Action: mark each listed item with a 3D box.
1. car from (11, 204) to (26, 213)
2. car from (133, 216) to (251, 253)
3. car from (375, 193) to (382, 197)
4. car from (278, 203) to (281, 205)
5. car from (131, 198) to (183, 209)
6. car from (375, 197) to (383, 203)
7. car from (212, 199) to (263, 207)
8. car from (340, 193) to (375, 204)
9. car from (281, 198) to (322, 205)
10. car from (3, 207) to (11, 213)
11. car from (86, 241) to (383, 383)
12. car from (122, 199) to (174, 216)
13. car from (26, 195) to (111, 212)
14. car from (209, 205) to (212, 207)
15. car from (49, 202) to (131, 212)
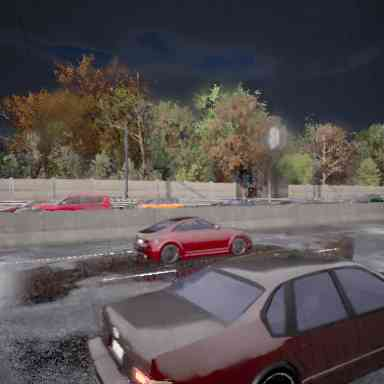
[{"bbox_3d":[-11.034,1.492,25.754,4.902,1.511,2.128,0,0,-30],"label":"car"},{"bbox_3d":[0.065,1.564,11.734,4.181,1.385,1.994,0,0,-30],"label":"car"},{"bbox_3d":[27.732,1.239,52.373,5.566,2.045,2.150,0,0,-30],"label":"car"},{"bbox_3d":[13.923,1.550,44.345,5.357,1.411,2.033,0,0,-30],"label":"car"},{"bbox_3d":[-3.041,1.352,30.411,4.553,1.767,2.097,0,0,-30],"label":"car"},{"bbox_3d":[26.634,1.610,43.649,4.718,1.301,1.895,0,0,-30],"label":"car"},{"bbox_3d":[5.159,1.548,35.190,5.357,1.411,2.033,0,0,-30],"label":"car"},{"bbox_3d":[22.100,1.358,45.059,4.553,1.767,2.097,0,0,-30],"label":"car"},{"bbox_3d":[13.572,1.493,40.091,4.902,1.511,2.128,0,0,-30],"label":"car"},{"bbox_3d":[-13.344,1.478,28.461,5.008,1.535,1.882,0,0,-30],"label":"car"},{"bbox_3d":[1.454,1.547,4.442,5.357,1.411,2.033,0,0,-30],"label":"car"},{"bbox_3d":[-4.445,1.505,33.642,4.892,1.490,1.837,0,0,-30],"label":"car"},{"bbox_3d":[-8.286,1.221,23.303,5.566,2.045,2.150,0,0,-30],"label":"car"},{"bbox_3d":[4.589,1.548,38.910,5.357,1.411,2.033,0,0,-30],"label":"car"},{"bbox_3d":[-6.254,1.564,20.440,4.181,1.385,1.994,0,0,-30],"label":"car"}]
